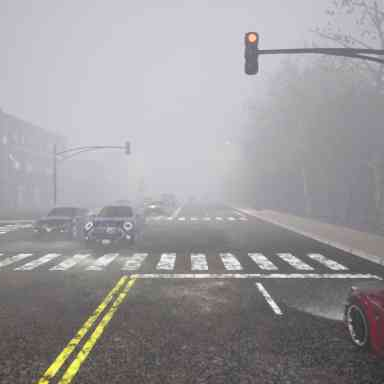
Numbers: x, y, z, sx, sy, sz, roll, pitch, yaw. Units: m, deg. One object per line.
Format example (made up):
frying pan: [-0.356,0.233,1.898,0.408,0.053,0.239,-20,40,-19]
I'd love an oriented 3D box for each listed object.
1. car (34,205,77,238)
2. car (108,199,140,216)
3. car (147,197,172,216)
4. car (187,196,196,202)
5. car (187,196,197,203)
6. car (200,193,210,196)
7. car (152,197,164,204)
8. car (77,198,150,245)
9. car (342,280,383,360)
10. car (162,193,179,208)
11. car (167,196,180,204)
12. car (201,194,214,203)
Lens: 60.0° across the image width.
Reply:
car: [-6.626,1.500,17.790,1.837,1.490,4.892,0,0,0]
car: [-6.700,1.481,33.490,2.128,1.511,4.902,0,0,2]
car: [-3.399,1.538,32.464,2.033,1.411,5.357,0,0,0]
car: [-0.114,1.564,77.262,1.895,1.301,4.718,0,0,0]
car: [0.001,1.452,66.978,1.882,1.535,5.008,0,0,0]
car: [3.139,1.195,76.284,2.150,2.045,5.566,0,0,0]
car: [-6.634,1.576,65.269,1.895,1.301,4.718,0,0,0]
car: [-3.374,1.349,15.296,2.097,1.767,4.553,0,0,0]
car: [3.348,1.563,3.519,1.994,1.385,4.181,0,0,0]
car: [-3.422,1.207,47.860,2.150,2.045,5.566,0,0,0]
car: [-3.399,1.525,62.443,2.033,1.411,5.357,0,0,0]
car: [3.248,1.576,66.101,1.895,1.301,4.718,0,0,0]
